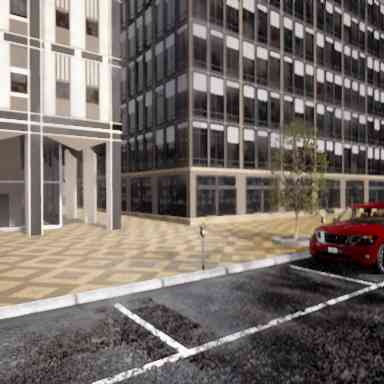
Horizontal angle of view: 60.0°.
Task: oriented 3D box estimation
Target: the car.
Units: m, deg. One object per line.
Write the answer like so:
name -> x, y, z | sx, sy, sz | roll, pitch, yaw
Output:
car -> 5.883, 1.264, 10.586 | 5.009, 1.841, 2.192 | 0, 0, -36
